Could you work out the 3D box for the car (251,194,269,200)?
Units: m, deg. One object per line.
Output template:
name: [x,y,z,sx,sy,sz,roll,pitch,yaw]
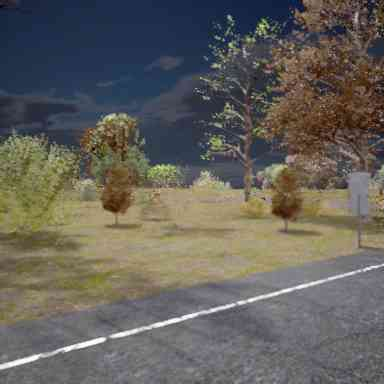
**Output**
car: [12.625,1.075,64.457,1.895,1.301,4.718,-1,1,-35]
